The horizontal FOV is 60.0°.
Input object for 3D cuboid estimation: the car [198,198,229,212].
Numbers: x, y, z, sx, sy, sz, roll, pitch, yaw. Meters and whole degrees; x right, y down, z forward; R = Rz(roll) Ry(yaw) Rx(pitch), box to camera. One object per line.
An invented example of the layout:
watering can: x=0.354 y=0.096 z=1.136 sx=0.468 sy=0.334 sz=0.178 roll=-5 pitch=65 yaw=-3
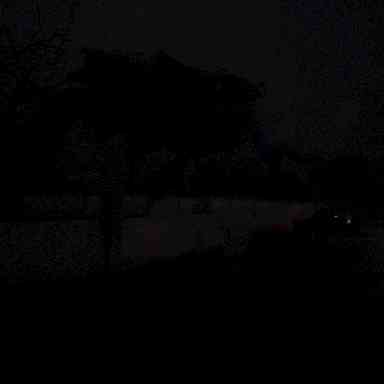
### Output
car: x=1.603 y=1.295 z=29.392 sx=1.812 sy=1.442 sz=4.674 roll=2 pitch=0 yaw=-36

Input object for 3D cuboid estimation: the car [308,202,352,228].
car: x=7.622 y=1.404 z=21.181 sx=2.128 sy=1.511 sz=4.902 roll=2 pitch=0 yaw=-36
